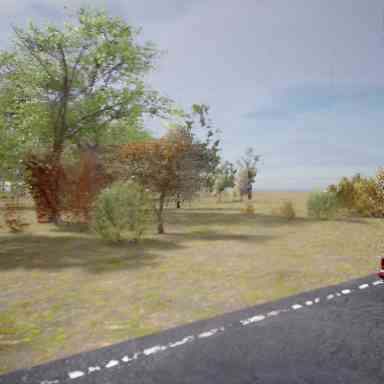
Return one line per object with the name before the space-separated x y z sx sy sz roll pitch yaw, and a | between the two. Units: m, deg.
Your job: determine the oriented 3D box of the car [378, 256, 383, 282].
car | 6.308 1.579 7.596 4.718 1.301 1.895 0 0 -33
